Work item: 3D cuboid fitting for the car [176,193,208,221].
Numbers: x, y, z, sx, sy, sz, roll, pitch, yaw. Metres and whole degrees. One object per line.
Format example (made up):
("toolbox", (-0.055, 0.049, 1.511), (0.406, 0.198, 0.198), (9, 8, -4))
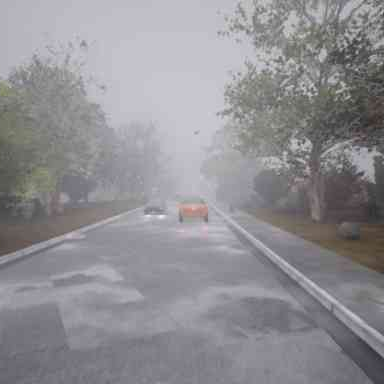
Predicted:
("car", (0.107, 1.170, 25.572), (2.097, 1.767, 4.553), (0, 1, 0))

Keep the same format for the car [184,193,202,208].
("car", (0.113, 0.975, 42.171), (2.097, 1.767, 4.553), (0, 1, 0))

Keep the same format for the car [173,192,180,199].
("car", (-3.115, 0.765, 72.387), (2.033, 1.411, 5.357), (0, 1, 1))

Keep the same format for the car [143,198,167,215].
("car", (-3.338, 1.298, 31.358), (2.033, 1.411, 5.357), (0, 1, 0))
